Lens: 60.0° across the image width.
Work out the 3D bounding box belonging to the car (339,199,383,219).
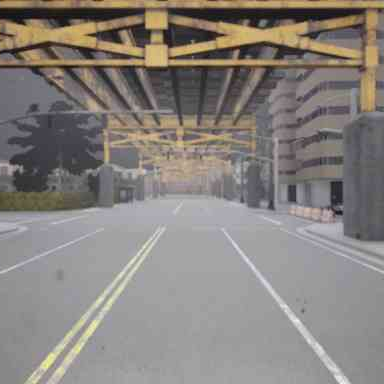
[{"bbox_3d":[13.286,1.197,24.387,4.536,1.218,1.853,0,0,-20],"label":"car"}]

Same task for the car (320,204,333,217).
[{"bbox_3d":[13.606,1.181,28.506,4.536,1.218,1.853,0,0,25],"label":"car"}]

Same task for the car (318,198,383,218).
[{"bbox_3d":[13.559,1.338,28.529,4.974,1.542,2.038,0,0,25],"label":"car"}]

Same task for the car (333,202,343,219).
[{"bbox_3d":[13.237,1.355,24.369,4.974,1.542,2.038,0,0,-20],"label":"car"}]
